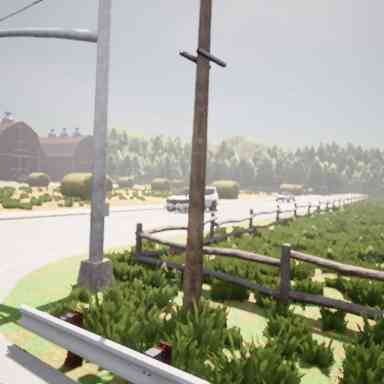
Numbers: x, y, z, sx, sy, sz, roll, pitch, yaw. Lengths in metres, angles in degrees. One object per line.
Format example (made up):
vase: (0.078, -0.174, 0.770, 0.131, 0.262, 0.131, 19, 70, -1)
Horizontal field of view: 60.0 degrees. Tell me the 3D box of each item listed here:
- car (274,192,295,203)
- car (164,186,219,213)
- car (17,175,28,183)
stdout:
car: (13.143, 0.711, 46.576, 1.812, 1.442, 4.674, 4, 2, 33)
car: (0.123, 0.612, 26.361, 2.150, 2.045, 5.566, 4, 4, 33)
car: (-40.199, -3.026, 79.331, 1.905, 1.878, 3.866, 8, 2, -14)
